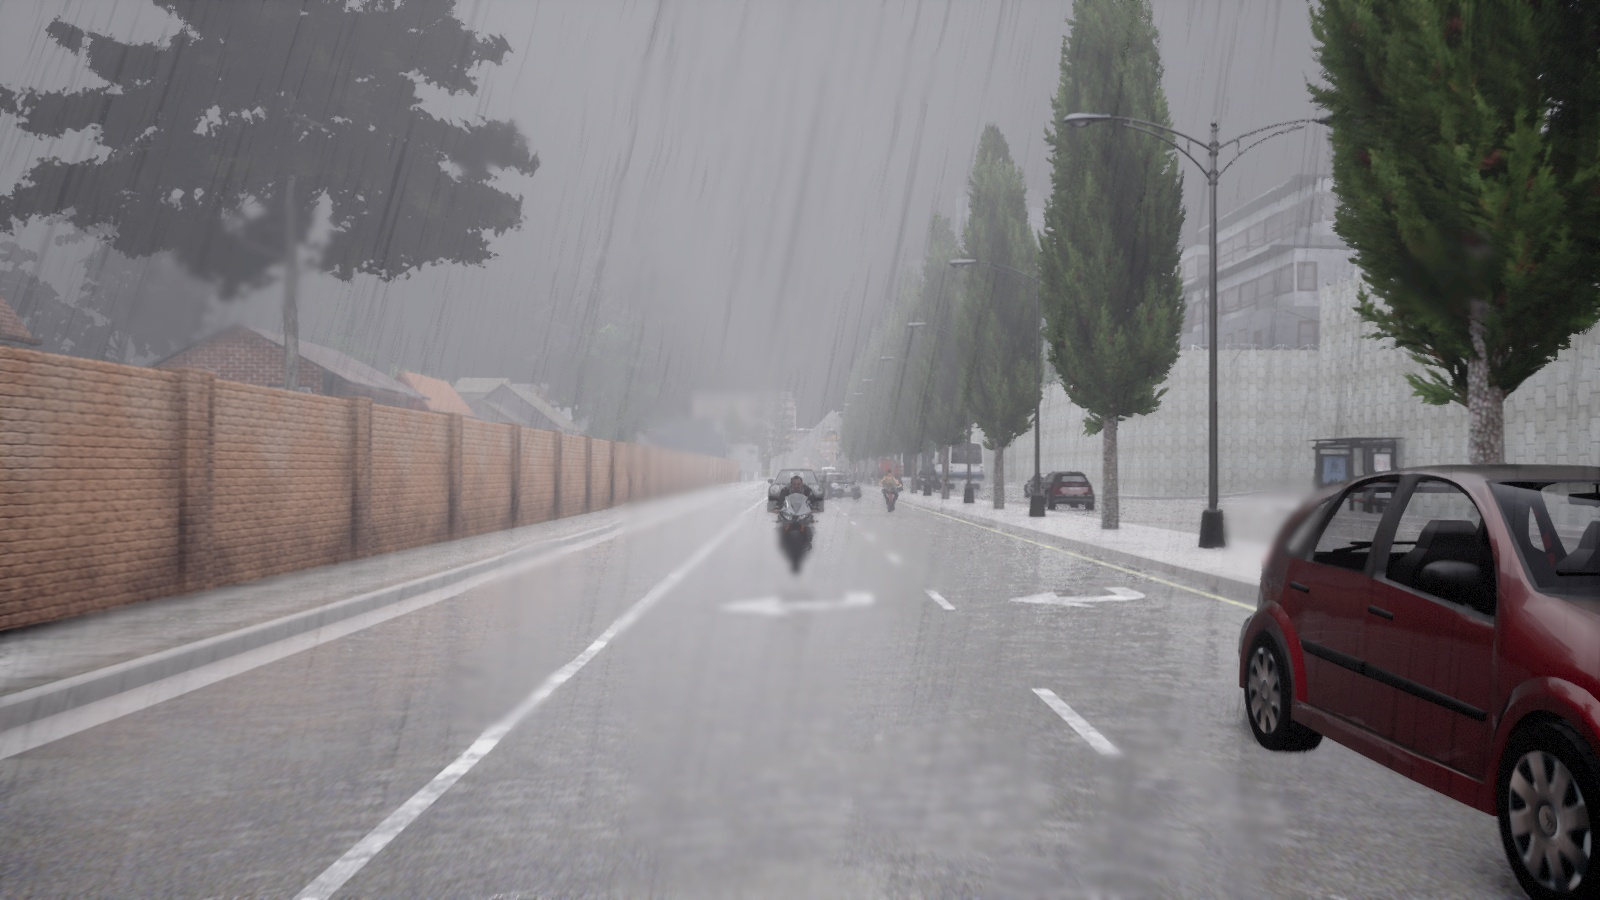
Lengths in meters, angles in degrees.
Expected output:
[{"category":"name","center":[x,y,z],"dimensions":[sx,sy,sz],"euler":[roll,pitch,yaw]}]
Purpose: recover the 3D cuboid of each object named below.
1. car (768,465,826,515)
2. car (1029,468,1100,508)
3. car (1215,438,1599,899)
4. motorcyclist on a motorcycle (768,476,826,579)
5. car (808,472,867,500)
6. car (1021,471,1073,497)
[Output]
[{"category":"car","center":[-0.115,1.478,47.306],"dimensions":[2.097,1.767,4.553],"euler":[0,-1,0]},{"category":"car","center":[11.368,1.622,54.283],"dimensions":[2.033,1.649,4.856],"euler":[0,-1,0]},{"category":"car","center":[3.486,0.797,5.719],"dimensions":[1.851,1.617,3.988],"euler":[0,-1,0]},{"category":"motorcyclist on a motorcycle","center":[-0.048,1.190,19.993],"dimensions":[0.866,1.530,2.191],"euler":[0,-1,0]},{"category":"car","center":[2.001,1.930,68.130],"dimensions":[1.970,1.475,3.806],"euler":[0,-1,-19]},{"category":"car","center":[14.817,2.042,75.705],"dimensions":[2.163,1.488,4.792],"euler":[0,-1,0]}]
